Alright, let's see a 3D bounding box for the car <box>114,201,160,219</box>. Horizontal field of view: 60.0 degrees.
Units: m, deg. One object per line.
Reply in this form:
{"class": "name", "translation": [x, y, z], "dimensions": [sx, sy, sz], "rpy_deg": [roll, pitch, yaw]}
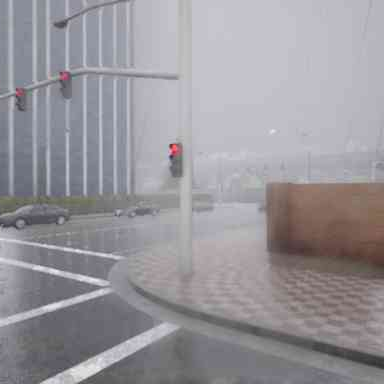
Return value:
{"class": "car", "translation": [-5.003, 1.614, 30.772], "dimensions": [2.128, 1.511, 4.902], "rpy_deg": [0, 0, 35]}

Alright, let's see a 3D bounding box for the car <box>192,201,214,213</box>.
{"class": "car", "translation": [0.779, 1.686, 38.872], "dimensions": [1.994, 1.385, 4.181], "rpy_deg": [0, 0, 35]}

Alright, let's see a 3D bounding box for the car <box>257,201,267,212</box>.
{"class": "car", "translation": [9.291, 1.682, 38.452], "dimensions": [1.895, 1.301, 4.718], "rpy_deg": [0, 0, 35]}

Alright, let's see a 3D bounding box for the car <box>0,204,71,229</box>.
{"class": "car", "translation": [-10.717, 1.628, 22.746], "dimensions": [1.837, 1.490, 4.892], "rpy_deg": [0, 0, 35]}
